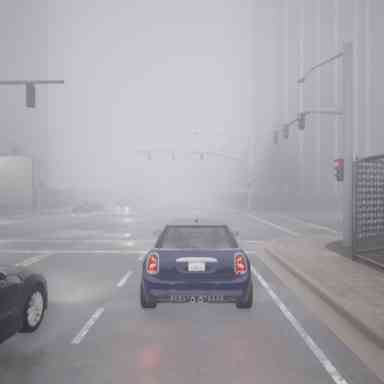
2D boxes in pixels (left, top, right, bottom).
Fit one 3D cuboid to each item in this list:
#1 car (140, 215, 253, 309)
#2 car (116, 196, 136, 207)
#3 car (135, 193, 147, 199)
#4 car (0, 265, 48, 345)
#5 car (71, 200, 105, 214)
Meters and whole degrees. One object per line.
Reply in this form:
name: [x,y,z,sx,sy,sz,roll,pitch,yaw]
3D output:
car: [0.096,1.347,8.027,2.097,1.767,4.553,0,0,0]
car: [-10.466,1.569,51.822,1.895,1.301,4.718,0,0,0]
car: [-10.356,0.928,67.249,2.097,1.767,4.553,0,0,0]
car: [-3.431,1.502,3.902,1.837,1.490,4.892,0,0,0]
car: [-11.035,1.575,35.611,1.895,1.301,4.718,0,0,8]
